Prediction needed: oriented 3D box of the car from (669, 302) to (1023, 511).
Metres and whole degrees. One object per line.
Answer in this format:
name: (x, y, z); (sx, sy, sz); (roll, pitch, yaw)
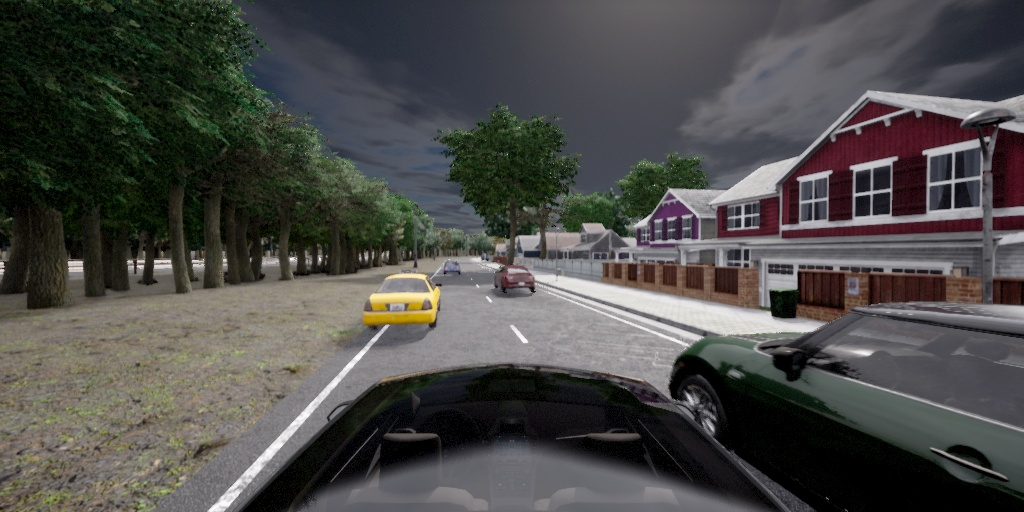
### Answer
car: (3.163, 1.102, 2.487); (2.097, 1.767, 4.553); (0, 0, -9)

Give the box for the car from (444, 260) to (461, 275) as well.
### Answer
car: (-6.568, 1.313, 39.231); (2.033, 1.411, 5.357); (0, 0, -10)

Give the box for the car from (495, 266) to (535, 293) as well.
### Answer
car: (0.106, 1.273, 20.727); (1.812, 1.442, 4.674); (0, 0, -10)

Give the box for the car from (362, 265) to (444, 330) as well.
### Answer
car: (-3.180, 1.201, 11.141); (1.801, 1.575, 5.366); (0, 0, -10)
